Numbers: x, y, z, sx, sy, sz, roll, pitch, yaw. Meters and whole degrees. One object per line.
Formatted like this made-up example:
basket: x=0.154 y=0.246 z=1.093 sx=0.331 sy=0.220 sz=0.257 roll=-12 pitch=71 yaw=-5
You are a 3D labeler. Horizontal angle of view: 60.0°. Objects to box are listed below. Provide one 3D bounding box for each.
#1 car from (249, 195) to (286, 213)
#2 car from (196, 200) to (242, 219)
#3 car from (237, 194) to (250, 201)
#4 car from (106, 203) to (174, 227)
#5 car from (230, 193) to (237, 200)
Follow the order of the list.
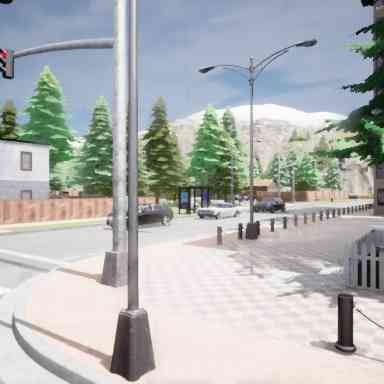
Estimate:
car: x=8.606 y=1.337 z=36.723 sx=2.097 sy=1.767 sz=4.553 roll=0 pitch=0 yaw=38
car: x=2.412 y=1.586 z=28.616 sx=1.895 sy=1.301 sz=4.718 roll=0 pitch=0 yaw=37
car: x=13.005 y=1.144 z=77.953 sx=1.932 sy=1.855 sz=4.605 roll=0 pitch=0 yaw=36
car: x=-3.209 y=1.476 z=21.227 sx=2.128 sy=1.511 sz=4.902 roll=0 pitch=0 yaw=37
car: x=10.741 y=1.146 z=79.113 sx=1.905 sy=1.878 sz=3.866 roll=0 pitch=0 yaw=36
